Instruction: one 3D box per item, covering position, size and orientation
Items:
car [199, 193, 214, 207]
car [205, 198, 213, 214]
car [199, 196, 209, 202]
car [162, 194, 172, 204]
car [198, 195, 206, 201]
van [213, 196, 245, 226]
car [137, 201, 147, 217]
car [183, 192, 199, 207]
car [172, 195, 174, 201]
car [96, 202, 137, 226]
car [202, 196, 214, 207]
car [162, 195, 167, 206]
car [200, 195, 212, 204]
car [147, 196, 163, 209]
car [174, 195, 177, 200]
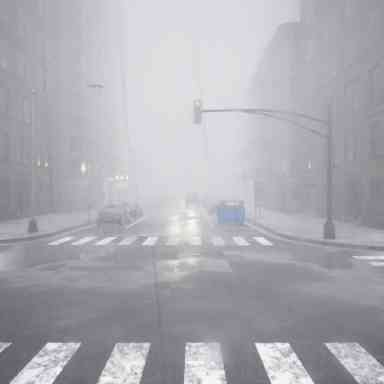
[{"bbox_3d":[2.637,1.302,51.571,2.192,1.841,5.009,0,0,0],"label":"car"},{"bbox_3d":[2.637,1.578,34.526,1.802,1.307,4.206,0,0,0],"label":"car"},{"bbox_3d":[2.636,1.519,74.295,2.008,1.369,4.403,0,0,0],"label":"car"},{"bbox_3d":[-5.389,1.544,62.928,1.947,1.339,4.313,0,0,0],"label":"car"},{"bbox_3d":[2.636,1.525,85.658,1.947,1.339,4.313,0,0,0],"label":"car"},{"bbox_3d":[2.636,1.338,23.164,1.690,1.788,3.998,0,0,0],"label":"van"},{"bbox_3d":[-5.389,1.541,28.837,1.887,1.381,4.507,0,0,0],"label":"car"},{"bbox_3d":[0.100,1.206,52.441,2.150,2.045,5.566,0,0,0],"label":"car"},{"bbox_3d":[-5.389,1.288,68.610,2.192,1.841,5.009,0,0,0],"label":"car"},{"bbox_3d":[-5.389,1.548,23.155,2.008,1.369,4.403,0,0,0],"label":"car"},{"bbox_3d":[2.637,1.573,45.889,1.802,1.307,4.206,0,0,0],"label":"car"},{"bbox_3d":[-5.388,1.553,51.565,1.947,1.339,4.313,0,0,0],"label":"car"},{"bbox_3d":[2.636,1.418,62.933,1.967,1.590,4.097,0,0,0],"label":"car"},{"bbox_3d":[-5.389,1.517,45.713,1.752,1.417,4.829,0,0,0],"label":"car"},{"bbox_3d":[-5.389,1.404,79.973,1.967,1.590,4.097,0,0,0],"label":"car"}]
